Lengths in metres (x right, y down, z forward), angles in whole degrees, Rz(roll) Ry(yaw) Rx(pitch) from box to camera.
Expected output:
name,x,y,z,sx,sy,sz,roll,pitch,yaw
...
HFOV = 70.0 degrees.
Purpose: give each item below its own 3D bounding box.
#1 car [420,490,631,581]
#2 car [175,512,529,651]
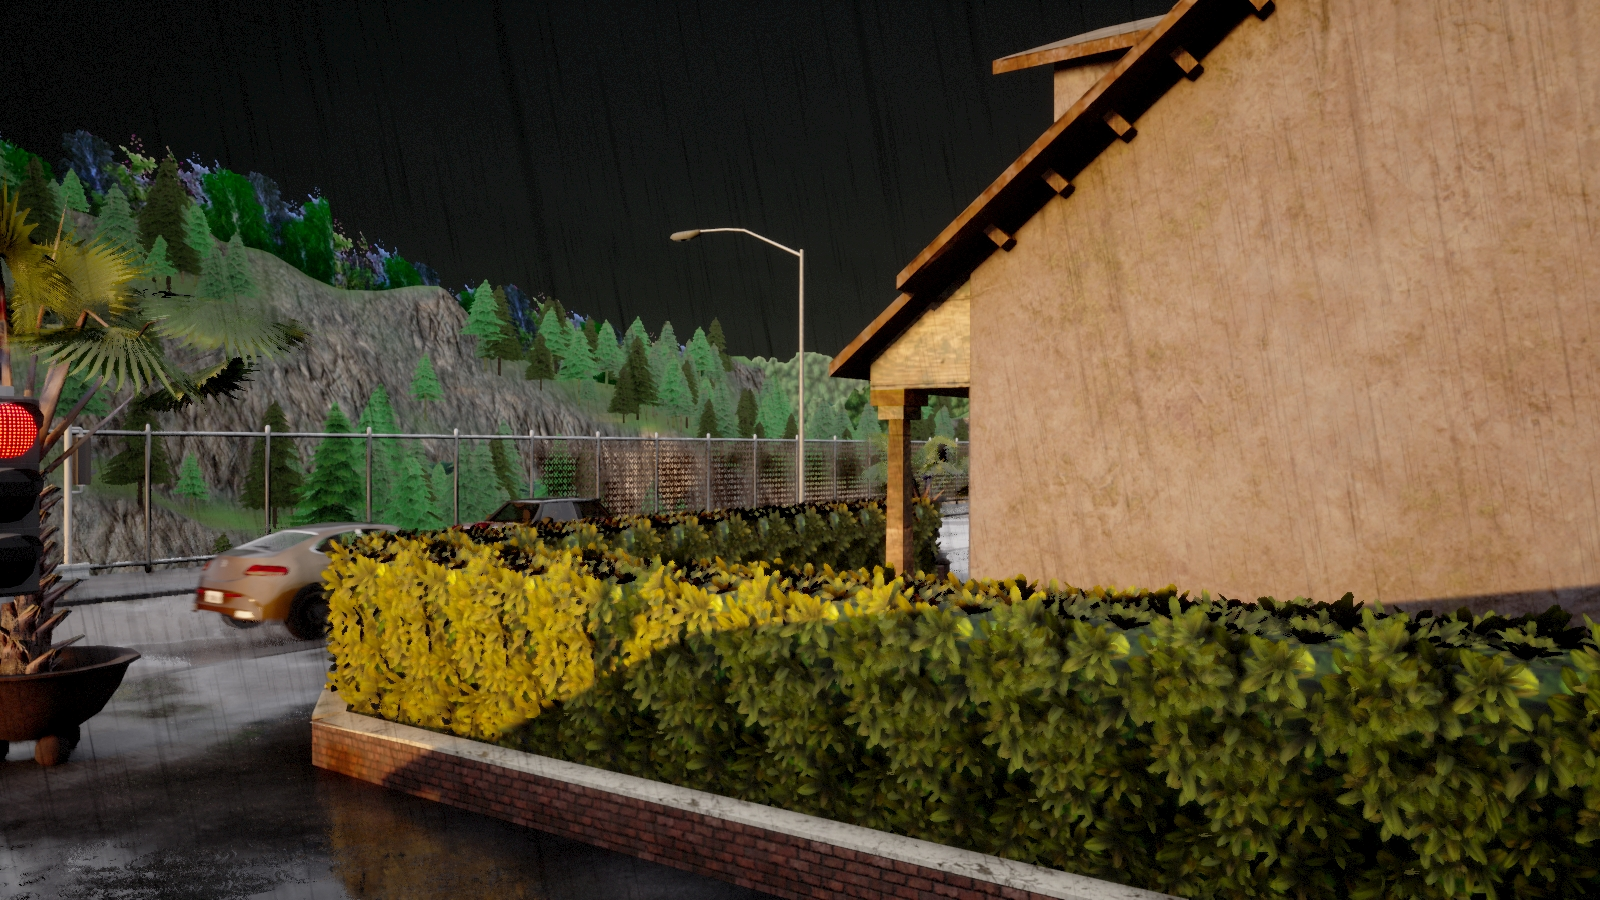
name,x,y,z,sx,sy,sz,roll,pitch,yaw
car,-6.312,1.906,26.765,2.097,1.767,4.553,0,0,35
car,-7.097,1.992,18.675,2.152,1.651,5.027,0,0,35
